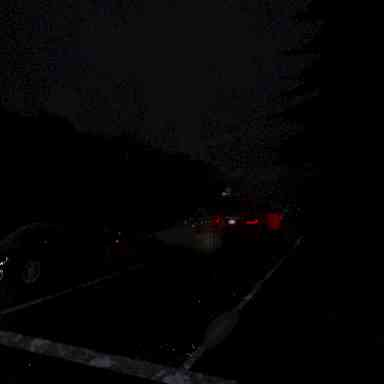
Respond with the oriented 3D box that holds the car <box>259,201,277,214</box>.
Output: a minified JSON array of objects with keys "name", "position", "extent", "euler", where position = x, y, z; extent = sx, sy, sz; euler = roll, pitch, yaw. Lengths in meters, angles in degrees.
[{"name":"car","position":[9.621,1.921,41.757],"extent":[1.812,1.442,4.674],"euler":[0,-1,19]}]

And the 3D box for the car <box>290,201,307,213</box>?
[{"name":"car","position":[14.207,1.944,44.493],"extent":[1.837,1.490,4.892],"euler":[0,-1,17]}]

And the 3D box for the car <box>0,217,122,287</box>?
[{"name":"car","position":[-4.029,1.546,9.701],"extent":[1.837,1.490,4.892],"euler":[0,0,25]}]

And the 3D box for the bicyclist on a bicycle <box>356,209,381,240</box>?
[{"name":"bicyclist on a bicycle","position":[8.321,1.442,14.979],"extent":[1.656,1.620,0.582],"euler":[0,-1,25]}]

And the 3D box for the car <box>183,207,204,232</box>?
[{"name":"car","position":[1.108,1.666,20.865],"extent":[1.837,1.490,4.892],"euler":[0,1,24]}]

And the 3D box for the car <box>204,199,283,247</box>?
[{"name":"car","position":[2.862,1.350,16.131],"extent":[2.150,2.045,5.566],"euler":[0,-1,27]}]
